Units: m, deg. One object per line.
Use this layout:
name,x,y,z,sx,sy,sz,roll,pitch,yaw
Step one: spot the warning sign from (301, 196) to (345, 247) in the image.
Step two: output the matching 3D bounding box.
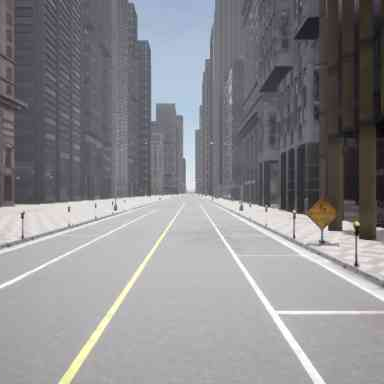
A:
warning sign,5.070,1.113,12.955,1.300,1.860,1.060,0,0,0
